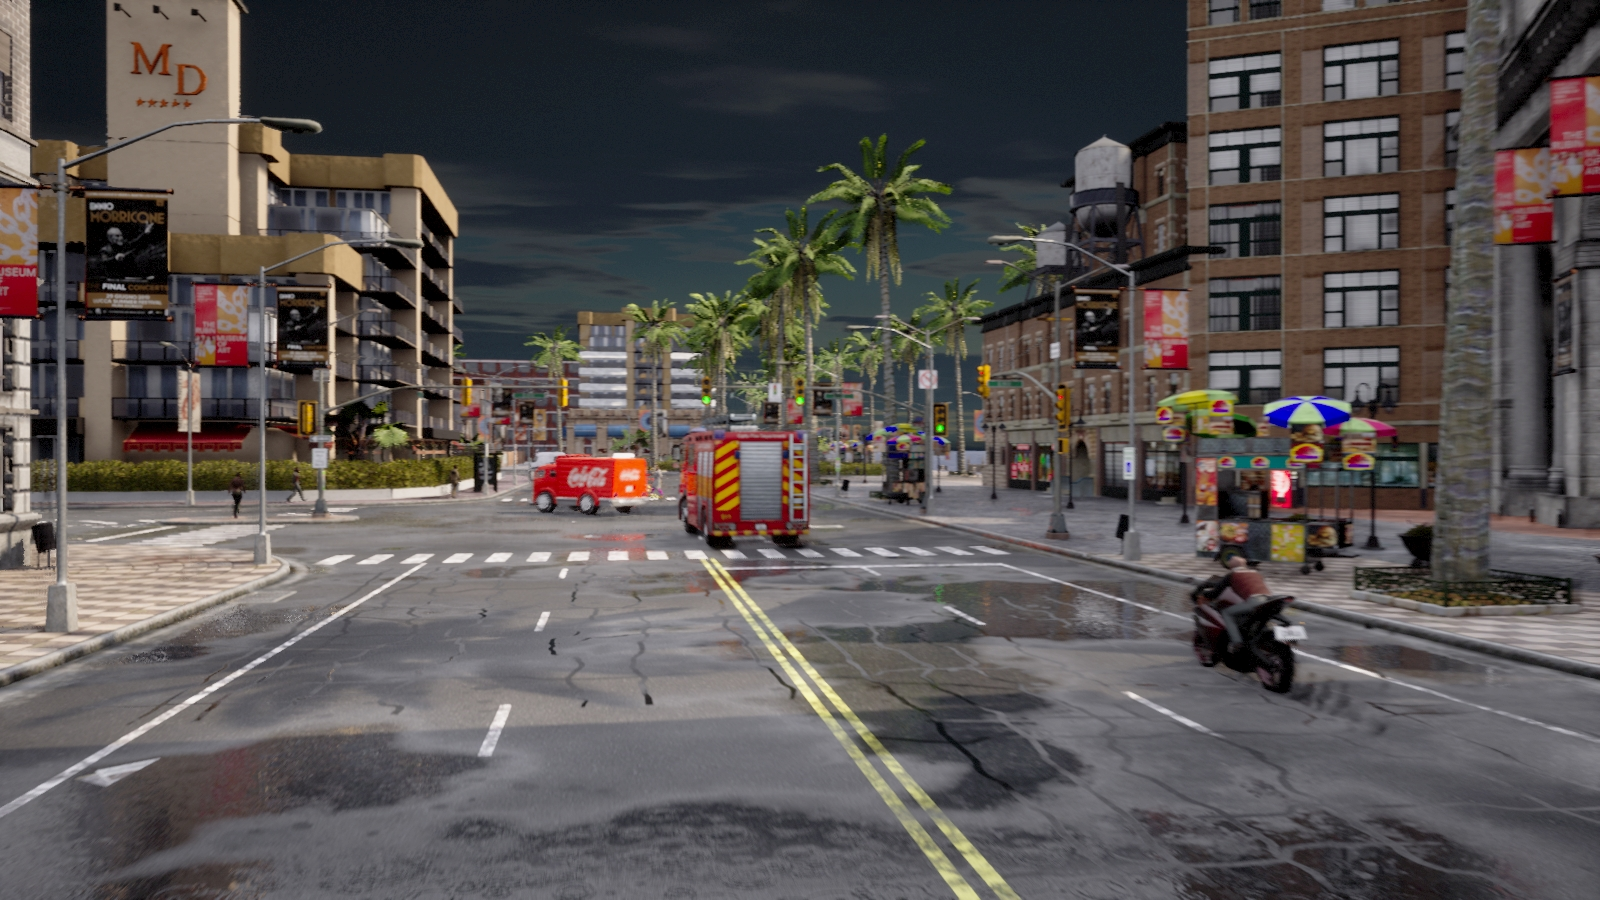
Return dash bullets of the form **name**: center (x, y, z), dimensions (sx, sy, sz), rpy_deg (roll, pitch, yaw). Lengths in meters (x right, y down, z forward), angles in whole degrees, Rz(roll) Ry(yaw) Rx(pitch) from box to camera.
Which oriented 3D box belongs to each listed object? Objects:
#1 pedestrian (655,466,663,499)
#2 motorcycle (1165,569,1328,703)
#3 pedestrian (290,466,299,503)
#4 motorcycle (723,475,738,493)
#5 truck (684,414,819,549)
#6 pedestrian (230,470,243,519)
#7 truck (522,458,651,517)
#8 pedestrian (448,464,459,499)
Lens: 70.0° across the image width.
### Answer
- **pedestrian**: center (-8.117, 1.854, 65.727), dimensions (0.375, 1.860, 0.375), rpy_deg (0, 0, -15)
- **motorcycle**: center (5.372, 2.201, 13.944), dimensions (0.867, 1.251, 2.209), rpy_deg (0, 0, -9)
- **pedestrian**: center (-25.287, 1.714, 57.129), dimensions (0.375, 1.860, 0.375), rpy_deg (0, 0, -18)
- **motorcycle**: center (-4.580, 2.215, 75.122), dimensions (0.803, 1.145, 2.033), rpy_deg (0, 0, -9)
- **truck**: center (-1.799, 0.891, 36.700), dimensions (2.891, 3.827, 8.468), rpy_deg (0, 0, -13)
- **pedestrian**: center (-21.884, 1.719, 44.363), dimensions (0.375, 1.860, 0.375), rpy_deg (0, 0, -10)
- **truck**: center (-9.445, 1.572, 50.410), dimensions (5.204, 2.467, 2.627), rpy_deg (0, -1, 33)
- **pedestrian**: center (-18.893, 1.710, 62.291), dimensions (0.375, 1.860, 0.375), rpy_deg (0, 0, 31)
